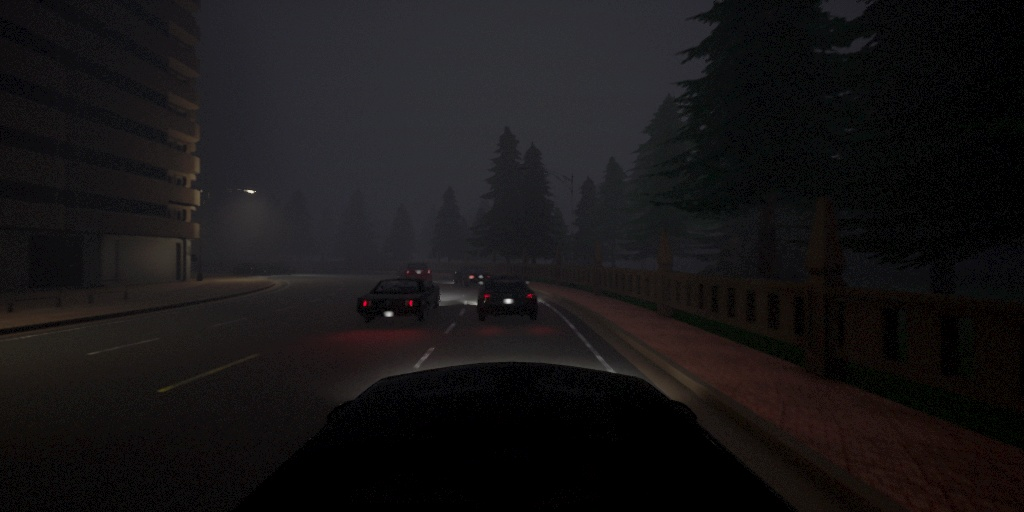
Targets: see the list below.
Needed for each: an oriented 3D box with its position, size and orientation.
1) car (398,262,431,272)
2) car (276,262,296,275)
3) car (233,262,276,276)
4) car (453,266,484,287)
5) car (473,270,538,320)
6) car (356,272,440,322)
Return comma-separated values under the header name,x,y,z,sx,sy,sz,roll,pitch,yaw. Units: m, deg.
name,x,y,z,sx,sy,sz,roll,pitch,yaw
car,-7.816,1.265,28.529,2.097,1.767,4.553,0,0,-25
car,-28.838,1.502,44.238,4.902,1.511,2.128,0,-1,24
car,-29.501,1.495,40.707,4.892,1.490,1.837,-1,-1,25
car,-2.986,1.448,26.318,2.033,1.411,5.357,0,0,-21
car,-0.257,1.381,13.020,1.994,1.385,4.181,0,-1,-4
car,-3.724,1.418,12.647,1.895,1.301,4.718,0,0,-4
